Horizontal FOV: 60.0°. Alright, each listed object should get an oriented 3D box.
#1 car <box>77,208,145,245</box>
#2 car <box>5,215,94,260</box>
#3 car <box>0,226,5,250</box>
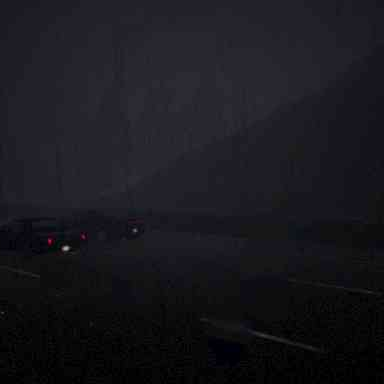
[{"bbox_3d":[-4.463,1.517,15.776,5.008,1.535,1.882,0,0,36],"label":"car"},{"bbox_3d":[-6.113,1.639,12.655,4.718,1.301,1.895,0,0,36],"label":"car"},{"bbox_3d":[-7.439,1.541,9.300,4.892,1.490,1.837,0,0,36],"label":"car"}]
